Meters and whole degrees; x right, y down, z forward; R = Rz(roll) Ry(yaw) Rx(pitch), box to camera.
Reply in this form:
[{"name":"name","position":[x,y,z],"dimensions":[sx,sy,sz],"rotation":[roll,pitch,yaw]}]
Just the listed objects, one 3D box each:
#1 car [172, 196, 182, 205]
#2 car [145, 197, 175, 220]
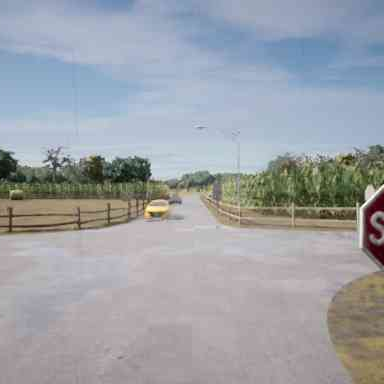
[{"name":"car","position":[-2.597,1.346,53.127],"dimensions":[1.994,1.385,4.181],"rotation":[0,0,0]},{"name":"car","position":[-2.678,1.426,27.464],"dimensions":[1.882,1.535,5.008],"rotation":[0,0,0]}]
